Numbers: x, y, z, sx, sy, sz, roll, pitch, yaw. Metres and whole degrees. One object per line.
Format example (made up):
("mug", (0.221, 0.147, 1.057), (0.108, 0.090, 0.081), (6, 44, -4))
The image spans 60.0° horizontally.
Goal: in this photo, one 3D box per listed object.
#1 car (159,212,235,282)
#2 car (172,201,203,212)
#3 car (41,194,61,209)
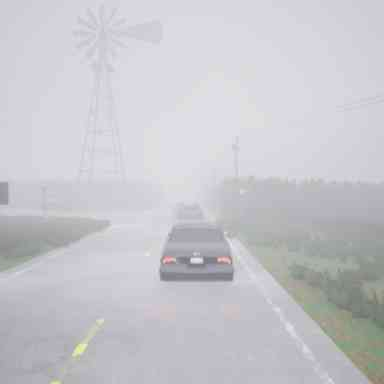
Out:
("car", (0.116, 1.532, 9.729), (2.033, 1.411, 5.357), (0, 0, 0))
("car", (-0.438, 1.445, 25.659), (2.128, 1.511, 4.902), (0, 0, -11))
("car", (-17.155, 1.154, 40.329), (1.905, 1.878, 3.866), (0, 0, -31))
